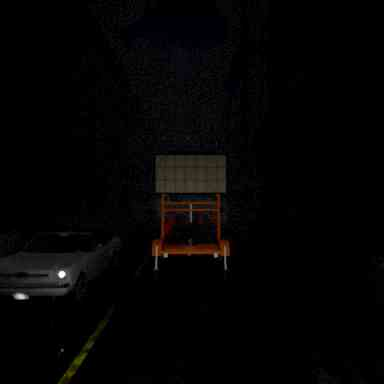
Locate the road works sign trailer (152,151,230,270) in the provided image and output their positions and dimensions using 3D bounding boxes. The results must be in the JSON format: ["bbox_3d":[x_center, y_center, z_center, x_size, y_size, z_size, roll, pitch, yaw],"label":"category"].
[{"bbox_3d":[-0.037,0.465,10.985,2.380,3.560,2.880,0,0,0],"label":"road works sign trailer"}]

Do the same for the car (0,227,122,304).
[{"bbox_3d":[-3.128,1.601,8.271,1.895,1.301,4.718,0,0,0],"label":"car"}]

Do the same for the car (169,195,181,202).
[{"bbox_3d":[-3.227,1.346,62.811,2.097,1.767,4.553,0,0,0],"label":"car"}]
